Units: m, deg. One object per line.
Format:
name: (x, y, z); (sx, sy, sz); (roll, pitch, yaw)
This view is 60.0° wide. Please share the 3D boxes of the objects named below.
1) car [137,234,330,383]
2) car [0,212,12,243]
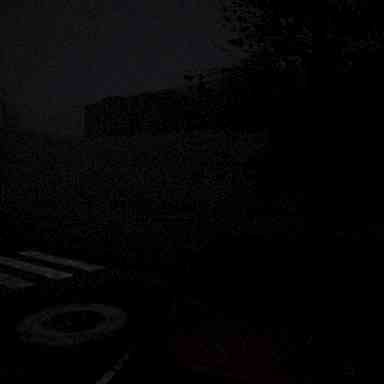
car: (0.861, 1.495, 5.150); (2.163, 1.488, 4.792); (1, 0, 15)
car: (-8.912, 1.295, 12.121); (2.163, 1.488, 4.792); (1, 0, 15)
